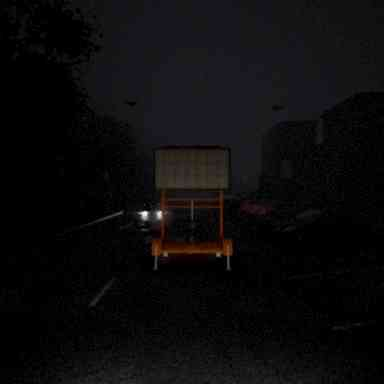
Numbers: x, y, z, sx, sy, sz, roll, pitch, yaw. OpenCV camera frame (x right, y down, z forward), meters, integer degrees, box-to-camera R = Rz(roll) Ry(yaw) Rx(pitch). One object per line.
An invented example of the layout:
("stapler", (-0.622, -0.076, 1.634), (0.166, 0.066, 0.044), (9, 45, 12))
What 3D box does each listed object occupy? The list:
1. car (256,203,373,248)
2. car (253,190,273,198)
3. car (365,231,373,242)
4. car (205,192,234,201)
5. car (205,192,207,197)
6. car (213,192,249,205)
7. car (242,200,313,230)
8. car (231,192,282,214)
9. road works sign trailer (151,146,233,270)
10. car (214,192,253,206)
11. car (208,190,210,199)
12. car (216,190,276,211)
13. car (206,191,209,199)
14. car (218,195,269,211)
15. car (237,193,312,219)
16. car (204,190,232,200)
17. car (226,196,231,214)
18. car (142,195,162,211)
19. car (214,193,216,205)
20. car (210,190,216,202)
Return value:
("car", (5.322, 1.372, 13.804), (4.674, 1.452, 2.002), (1, 1, -20))
("car", (18.531, 0.494, 86.844), (2.435, 2.045, 5.566), (0, 1, -21))
("car", (5.313, 1.432, 4.803), (4.892, 1.521, 2.231), (1, 1, -20))
("car", (5.335, 0.890, 64.785), (5.366, 1.575, 1.946), (1, 1, -20))
("car", (5.512, 0.957, 61.844), (4.674, 1.452, 2.002), (1, 1, -20))
("car", (5.430, 0.901, 46.820), (4.553, 1.767, 2.185), (1, 0, -20))
("car", (5.301, 1.329, 16.795), (4.792, 1.488, 2.163), (1, 1, -20))
("car", (5.384, 1.114, 22.815), (4.553, 1.767, 2.185), (1, 1, -20))
("road works sign trailer", (0.007, 0.346, 10.520), (2.380, 3.560, 2.880), (0, 1, 0))
("car", (5.417, 0.924, 43.819), (4.553, 1.767, 2.185), (1, 0, -20))
("car", (5.518, 0.857, 52.837), (4.553, 1.767, 2.185), (1, 1, -20))
("car", (5.367, 0.930, 28.788), (5.566, 2.045, 2.435), (1, 1, -20))
("car", (5.486, 0.960, 55.841), (5.008, 1.535, 2.097), (1, 0, -20))
("car", (5.377, 1.156, 34.805), (4.792, 1.488, 2.163), (1, 1, -20))
("car", (5.372, 1.144, 19.813), (4.553, 1.767, 2.185), (1, 1, -20))
("car", (5.536, 0.600, 70.876), (5.566, 2.045, 2.435), (1, 0, -20))
("car", (5.360, 1.249, 25.813), (4.674, 1.452, 2.002), (1, 0, -20))
("car", (-3.983, 1.147, 34.648), (1.837, 1.490, 4.892), (0, 0, 0))
("car", (5.217, 1.148, 31.748), (5.366, 1.575, 1.946), (1, 1, -20))
("car", (5.398, 0.848, 37.804), (5.566, 2.045, 2.435), (1, 1, -20))
